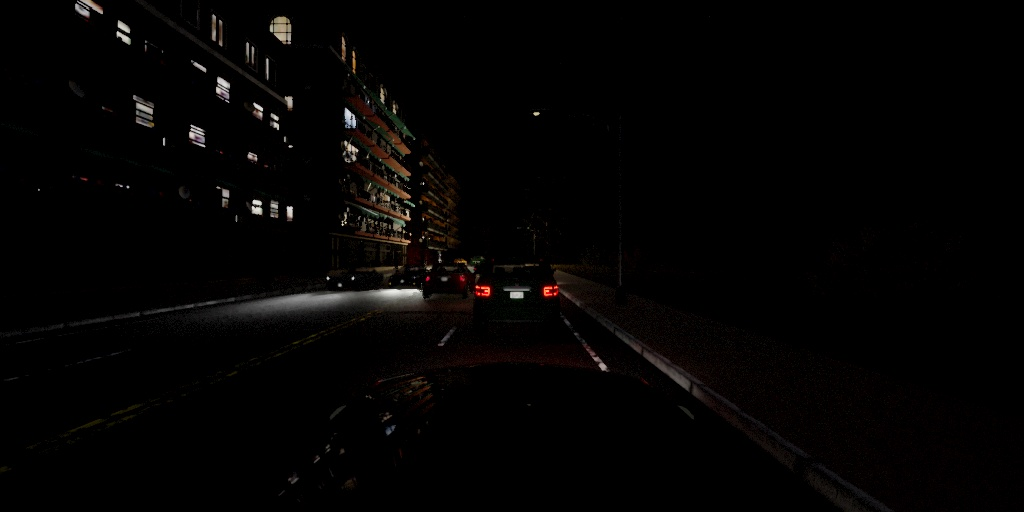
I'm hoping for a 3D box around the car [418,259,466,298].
[{"bbox_3d":[-3.086,1.104,18.590,2.097,1.767,4.553,0,0,0],"label":"car"}]

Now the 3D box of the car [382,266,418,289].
[{"bbox_3d":[-6.517,1.316,23.274,1.994,1.385,4.181,0,0,0],"label":"car"}]

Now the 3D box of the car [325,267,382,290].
[{"bbox_3d":[-9.769,1.353,22.593,1.895,1.301,4.718,0,0,0],"label":"car"}]

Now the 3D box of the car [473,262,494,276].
[{"bbox_3d":[-3.007,1.353,38.352,1.895,1.301,4.718,0,0,0],"label":"car"}]

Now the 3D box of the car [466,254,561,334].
[{"bbox_3d":[0.129,0.973,10.762,2.150,2.045,5.566,0,0,0],"label":"car"}]
